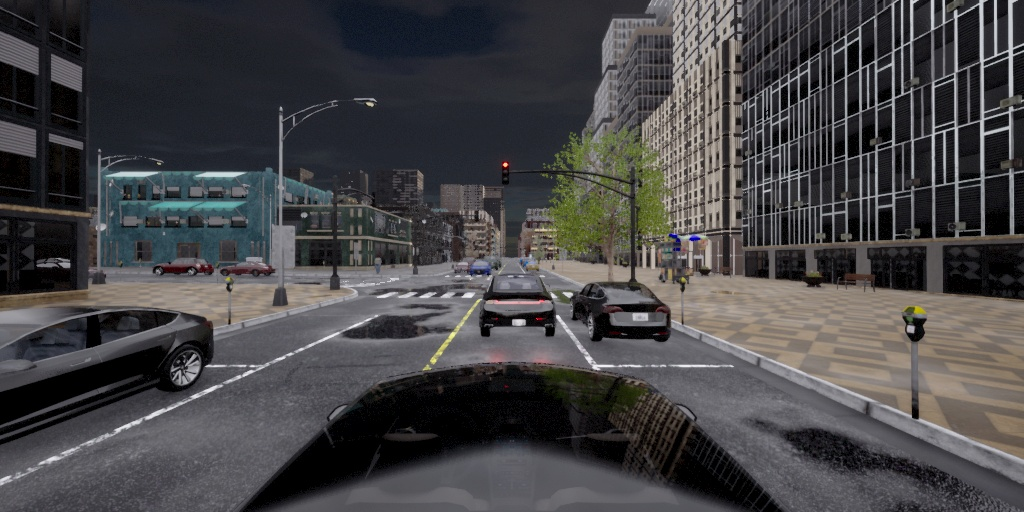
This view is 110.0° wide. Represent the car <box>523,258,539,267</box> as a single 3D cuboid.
[{"bbox_3d":[2.701,1.278,47.806,1.751,1.417,4.829,0,0,0],"label":"car"}]

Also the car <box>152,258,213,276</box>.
[{"bbox_3d":[-28.362,0.879,30.925,4.097,1.591,1.967,0,0,-1],"label":"car"}]

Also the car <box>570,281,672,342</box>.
[{"bbox_3d":[2.692,1.316,9.607,1.948,1.339,4.313,0,0,0],"label":"car"}]

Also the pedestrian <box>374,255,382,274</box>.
[{"bbox_3d":[-12.742,0.789,34.091,0.375,1.860,0.375,0,-1,-1],"label":"pedestrian"}]

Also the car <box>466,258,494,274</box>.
[{"bbox_3d":[-3.096,1.229,36.029,1.882,1.535,5.008,0,0,0],"label":"car"}]

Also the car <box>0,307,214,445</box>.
[{"bbox_3d":[-5.689,1.316,4.069,1.948,1.339,4.313,0,0,0],"label":"car"}]

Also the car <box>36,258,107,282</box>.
[{"bbox_3d":[-28.246,0.980,22.546,4.207,1.307,1.802,0,0,-1],"label":"car"}]

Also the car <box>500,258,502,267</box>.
[{"bbox_3d":[-3.035,0.974,65.246,2.150,2.045,5.566,0,0,0],"label":"car"}]

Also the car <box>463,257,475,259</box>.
[{"bbox_3d":[-5.679,1.068,47.636,2.192,1.841,5.009,0,0,0],"label":"car"}]

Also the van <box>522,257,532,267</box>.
[{"bbox_3d":[2.702,1.094,53.187,1.690,1.789,3.998,0,0,0],"label":"van"}]

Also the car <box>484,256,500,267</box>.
[{"bbox_3d":[-3.088,0.971,49.651,2.150,2.045,5.566,0,1,-3],"label":"car"}]

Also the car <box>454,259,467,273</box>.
[{"bbox_3d":[-5.681,1.334,42.085,1.802,1.307,4.207,0,0,0],"label":"car"}]

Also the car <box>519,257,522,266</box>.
[{"bbox_3d":[2.705,1.305,64.289,2.007,1.370,4.403,0,0,0],"label":"car"}]

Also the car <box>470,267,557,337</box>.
[{"bbox_3d":[0.112,1.242,10.277,2.128,1.511,4.902,0,0,-1],"label":"car"}]

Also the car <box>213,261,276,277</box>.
[{"bbox_3d":[-22.815,1.090,31.002,4.207,1.307,1.802,0,0,-1],"label":"car"}]
